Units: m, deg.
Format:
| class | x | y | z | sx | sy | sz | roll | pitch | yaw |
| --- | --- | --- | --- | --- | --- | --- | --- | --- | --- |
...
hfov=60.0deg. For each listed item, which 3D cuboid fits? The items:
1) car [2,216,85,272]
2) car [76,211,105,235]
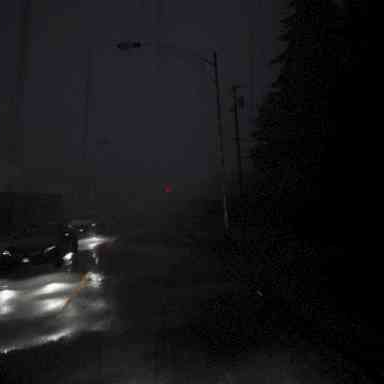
| class | x | y | z | sx | sy | sz | roll | pitch | yaw |
| --- | --- | --- | --- | --- | --- | --- | --- | --- | --- |
| car | -5.691 | 1.954 | 12.979 | 1.812 | 1.442 | 4.674 | -4 | 0 | -9 |
| car | -7.100 | 2.083 | 22.638 | 1.812 | 1.442 | 4.674 | -4 | 0 | -8 |
